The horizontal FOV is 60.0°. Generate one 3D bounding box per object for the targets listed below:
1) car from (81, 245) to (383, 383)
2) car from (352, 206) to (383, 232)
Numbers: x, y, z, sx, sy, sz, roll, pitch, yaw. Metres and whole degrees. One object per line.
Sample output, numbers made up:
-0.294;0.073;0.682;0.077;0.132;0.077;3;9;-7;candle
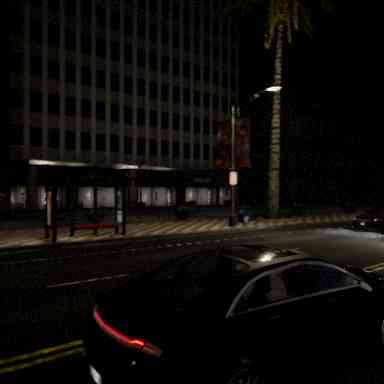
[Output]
1.073;1.497;4.515;4.902;1.511;2.128;0;0;-36;car
11.838;1.564;20.256;4.674;1.442;1.812;0;0;-29;car
